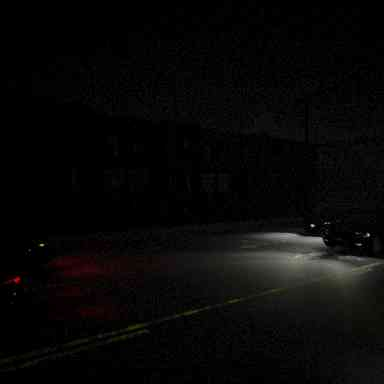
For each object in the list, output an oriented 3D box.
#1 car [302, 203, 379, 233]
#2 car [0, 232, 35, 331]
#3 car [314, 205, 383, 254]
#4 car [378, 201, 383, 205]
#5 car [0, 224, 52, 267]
[{"bbox_3d":[8.172,1.506,18.543,4.892,1.490,1.837,0,0,-36],"label":"car"},{"bbox_3d":[-4.800,1.564,4.846,4.181,1.385,1.994,0,0,-36],"label":"car"},{"bbox_3d":[7.427,1.477,13.690,5.008,1.535,1.882,0,0,-36],"label":"car"},{"bbox_3d":[13.090,1.359,22.000,4.553,1.767,2.097,0,0,-36],"label":"car"},{"bbox_3d":[-6.014,1.525,8.284,4.674,1.442,1.812,0,0,-36],"label":"car"}]
